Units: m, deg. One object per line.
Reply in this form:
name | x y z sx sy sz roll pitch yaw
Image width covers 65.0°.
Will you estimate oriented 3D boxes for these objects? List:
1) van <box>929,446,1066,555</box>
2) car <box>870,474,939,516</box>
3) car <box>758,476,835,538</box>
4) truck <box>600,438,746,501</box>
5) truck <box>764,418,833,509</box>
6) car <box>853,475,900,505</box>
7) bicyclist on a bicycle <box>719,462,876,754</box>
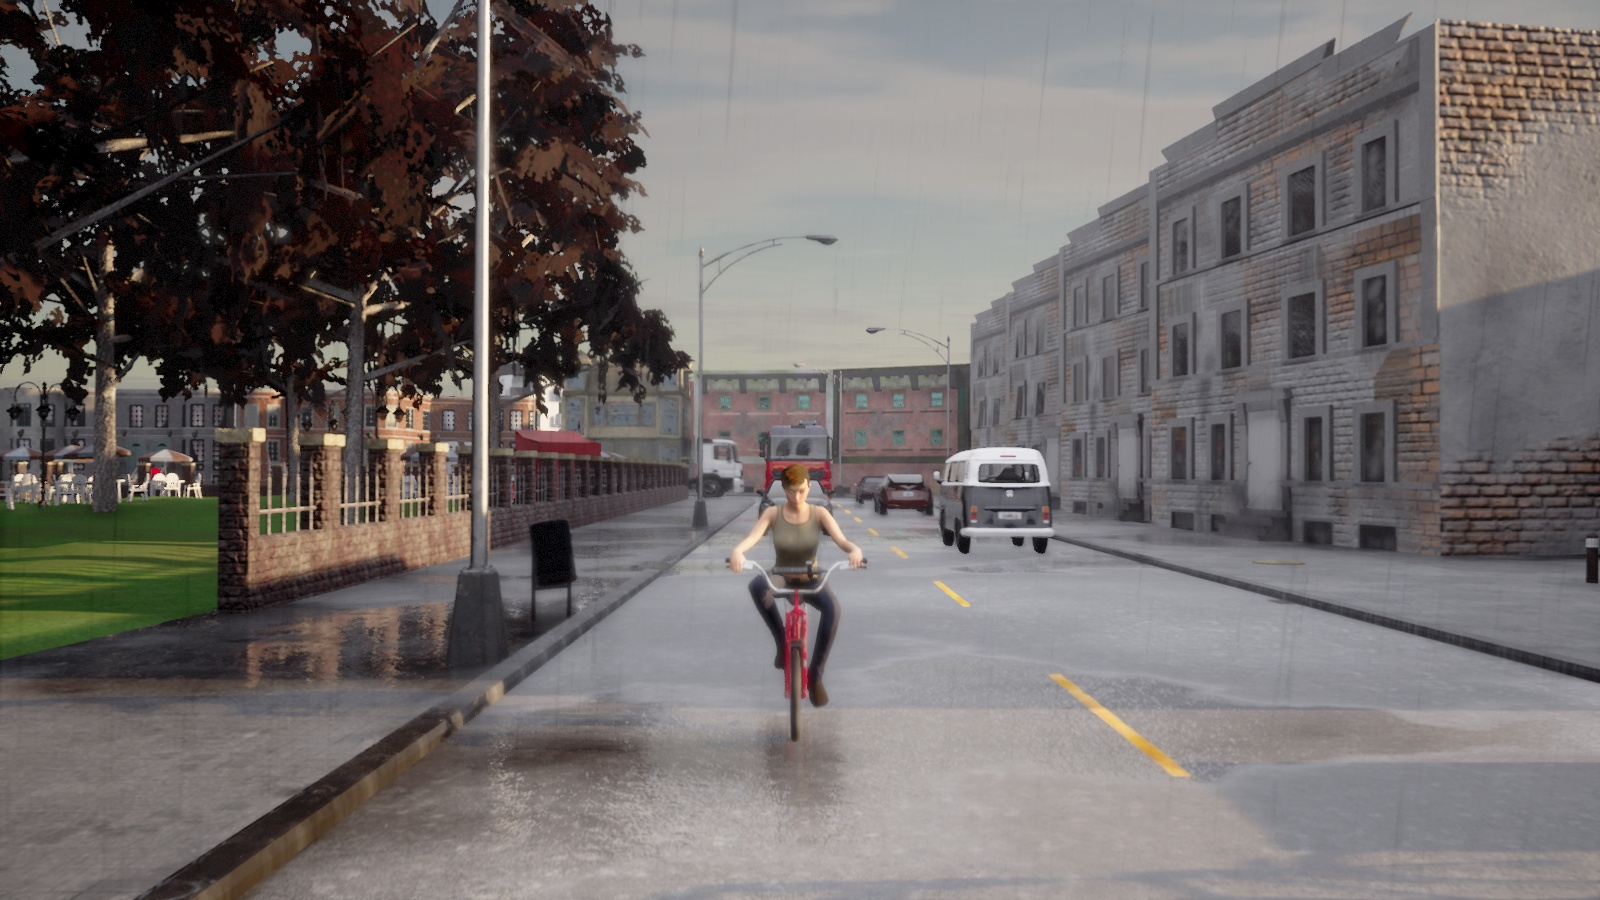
van | 3.926 0.978 25.743 2.069 2.038 4.480 0 -1 0
car | 3.845 1.630 46.946 2.163 1.488 4.792 0 -1 0
car | -0.098 1.410 32.132 1.812 1.442 4.674 0 -1 0
truck | -7.157 1.128 71.578 7.936 3.462 2.891 0 -1 2
truck | -0.104 0.662 57.212 2.891 3.827 8.468 0 -1 0
car | 3.783 1.960 62.934 2.033 1.411 5.357 0 -1 0
bicyclist on a bicycle | -0.017 0.889 7.724 0.866 1.612 1.509 0 -1 0
